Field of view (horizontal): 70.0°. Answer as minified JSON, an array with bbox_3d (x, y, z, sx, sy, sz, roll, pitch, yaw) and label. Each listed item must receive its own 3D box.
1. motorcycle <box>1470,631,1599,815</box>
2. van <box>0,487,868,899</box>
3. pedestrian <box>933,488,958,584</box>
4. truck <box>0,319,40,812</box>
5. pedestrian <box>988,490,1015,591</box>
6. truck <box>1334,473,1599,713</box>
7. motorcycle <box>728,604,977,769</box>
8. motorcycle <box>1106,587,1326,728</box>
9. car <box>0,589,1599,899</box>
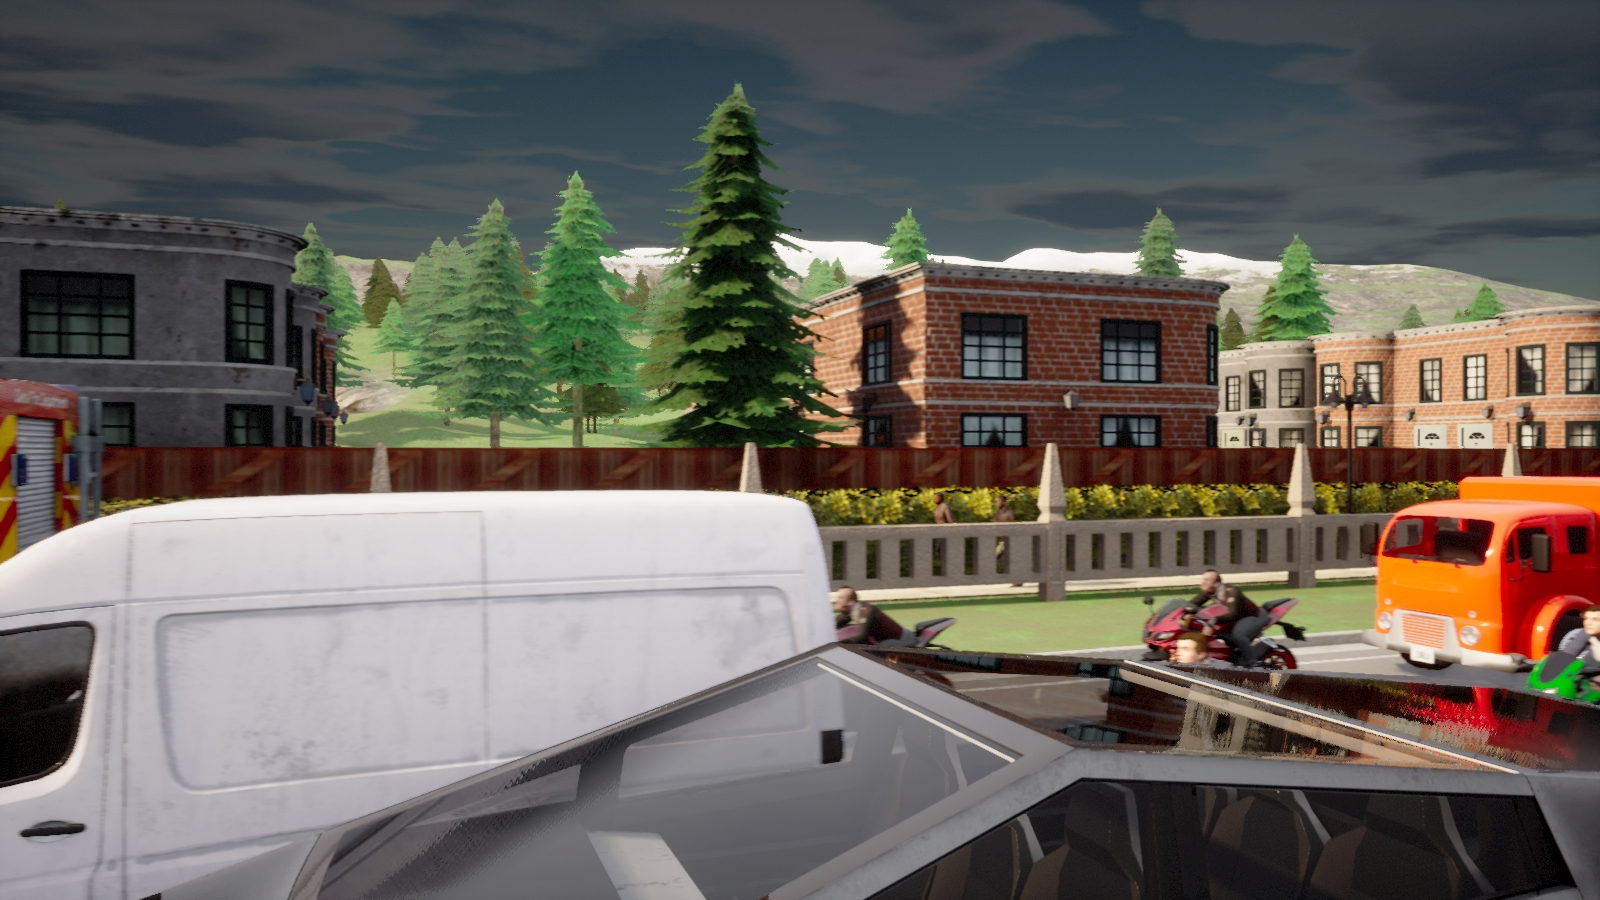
[{"bbox_3d":[6.647,2.186,9.441,2.033,1.199,0.803,0,0,-20],"label":"motorcycle"},{"bbox_3d":[-2.757,1.535,6.016,5.915,2.561,1.988,0,0,-20],"label":"van"},{"bbox_3d":[2.893,1.698,22.701,0.375,1.860,0.375,0,0,-19],"label":"pedestrian"},{"bbox_3d":[-10.065,0.891,7.082,8.468,3.827,2.891,0,0,-20],"label":"truck"},{"bbox_3d":[3.807,1.697,21.574,0.375,1.860,0.375,0,0,-18],"label":"pedestrian"},{"bbox_3d":[9.741,1.568,14.294,5.204,2.467,2.627,0,0,-20],"label":"truck"},{"bbox_3d":[0.500,2.205,10.930,2.209,1.251,0.867,0,0,-20],"label":"motorcycle"},{"bbox_3d":[4.515,2.205,12.414,2.209,1.251,0.867,0,0,-20],"label":"motorcycle"},{"bbox_3d":[0.812,1.753,3.594,6.274,2.098,2.390,0,0,-20],"label":"car"}]
